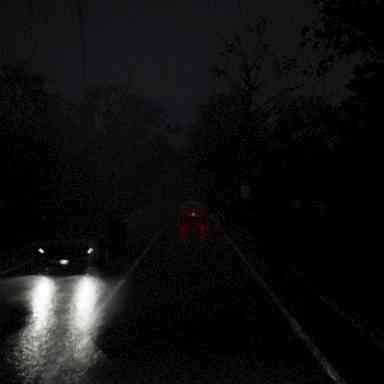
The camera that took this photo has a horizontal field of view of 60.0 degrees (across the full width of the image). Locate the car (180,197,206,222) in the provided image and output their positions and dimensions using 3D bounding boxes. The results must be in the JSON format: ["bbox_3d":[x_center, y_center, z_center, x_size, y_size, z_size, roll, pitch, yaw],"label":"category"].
[{"bbox_3d":[0.097,1.432,26.259,1.882,1.535,5.008,0,1,0],"label":"car"}]

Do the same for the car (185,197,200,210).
[{"bbox_3d":[0.093,1.379,42.947,1.837,1.490,4.892,0,0,0],"label":"car"}]

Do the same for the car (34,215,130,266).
[{"bbox_3d":[-3.515,1.545,11.846,2.033,1.411,5.357,0,0,1],"label":"car"}]
